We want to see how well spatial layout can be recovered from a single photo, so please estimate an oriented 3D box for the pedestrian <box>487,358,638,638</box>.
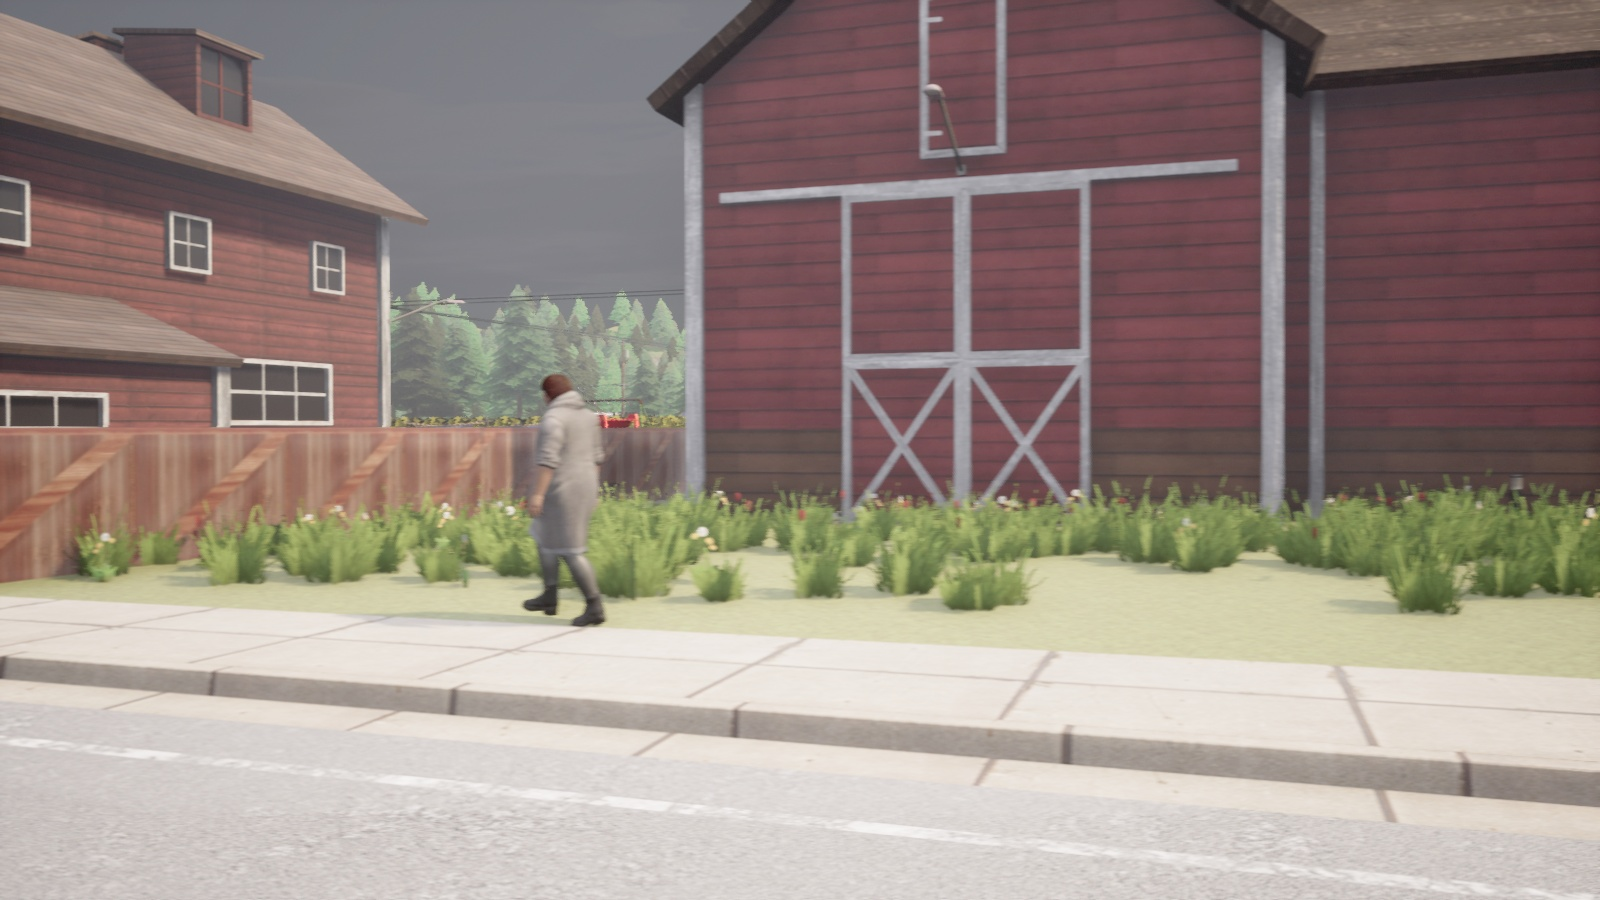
[{"bbox_3d":[-1.728,0.328,9.178,0.873,1.952,0.659,1,1,18],"label":"pedestrian"}]
